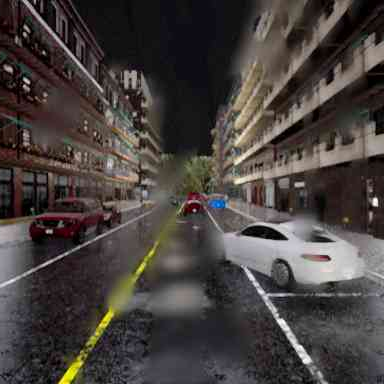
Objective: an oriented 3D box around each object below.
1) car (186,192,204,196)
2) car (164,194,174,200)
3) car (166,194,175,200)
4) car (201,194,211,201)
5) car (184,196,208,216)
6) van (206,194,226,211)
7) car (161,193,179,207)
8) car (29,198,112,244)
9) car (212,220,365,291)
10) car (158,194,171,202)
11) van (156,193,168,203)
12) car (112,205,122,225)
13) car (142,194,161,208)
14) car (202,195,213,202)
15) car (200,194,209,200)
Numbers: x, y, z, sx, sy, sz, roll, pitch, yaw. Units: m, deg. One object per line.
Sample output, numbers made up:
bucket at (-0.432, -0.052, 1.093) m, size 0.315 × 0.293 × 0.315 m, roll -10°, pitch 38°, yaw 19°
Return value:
car at (0.307, 0.959, 50.057) m, size 2.150 × 2.045 × 5.566 m, roll 0°, pitch 0°, yaw 0°
car at (-5.346, 1.151, 76.902) m, size 2.008 × 1.369 × 4.403 m, roll 1°, pitch 0°, yaw 0°
car at (-5.323, 1.153, 82.473) m, size 1.802 × 1.307 × 4.206 m, roll 1°, pitch 0°, yaw 0°
car at (2.976, 1.210, 71.256) m, size 1.802 × 1.307 × 4.206 m, roll 1°, pitch 0°, yaw 0°
car at (0.218, 1.365, 30.414) m, size 1.812 × 1.442 × 4.674 m, roll 0°, pitch 0°, yaw 0°
van at (2.870, 1.143, 37.828) m, size 1.690 × 1.788 × 3.998 m, roll 1°, pitch 0°, yaw 0°
car at (-2.882, 1.237, 46.047) m, size 1.882 × 1.535 × 5.008 m, roll 0°, pitch 0°, yaw 0°
car at (-5.609, 1.233, 15.620) m, size 2.192 × 1.841 × 5.009 m, roll 1°, pitch 0°, yaw 0°
car at (2.292, 1.478, 8.980) m, size 1.812 × 1.442 × 4.674 m, roll 0°, pitch 0°, yaw -24°
car at (-5.395, 1.208, 65.759) m, size 2.008 × 1.369 × 4.403 m, roll 1°, pitch 0°, yaw 0°
van at (-5.417, 1.027, 60.188) m, size 1.690 × 1.788 × 3.998 m, roll 1°, pitch 0°, yaw 0°
car at (-5.589, 1.471, 21.193) m, size 1.802 × 1.307 × 4.206 m, roll 1°, pitch 0°, yaw 0°
car at (-5.492, 1.299, 43.306) m, size 1.752 × 1.417 × 4.829 m, roll 1°, pitch 0°, yaw 0°
car at (2.952, 1.223, 65.684) m, size 1.947 × 1.339 × 4.313 m, roll 1°, pitch 0°, yaw 0°
car at (3.025, 1.122, 82.397) m, size 2.008 × 1.369 × 4.403 m, roll 1°, pitch 0°, yaw 0°
